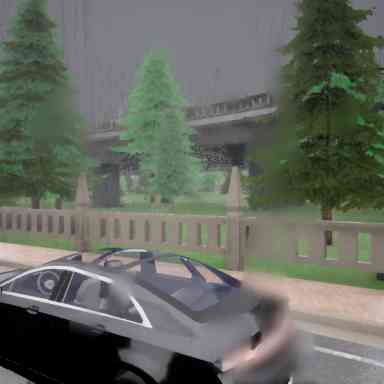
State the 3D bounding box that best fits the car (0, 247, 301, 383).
[{"bbox_3d":[-1.183,1.492,4.242,4.902,1.511,2.128,0,0,33],"label":"car"}]
